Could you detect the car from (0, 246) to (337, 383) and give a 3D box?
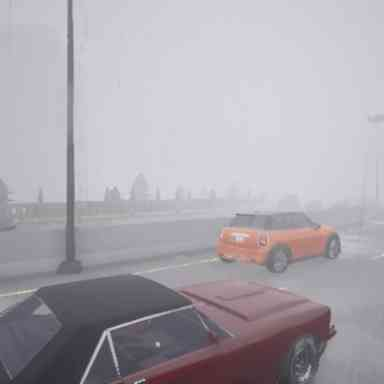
[{"bbox_3d":[-0.510,1.613,3.547,4.718,1.301,1.895,0,0,-36],"label":"car"}]

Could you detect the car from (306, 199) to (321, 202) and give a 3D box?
[{"bbox_3d":[16.131,1.638,43.986,1.994,1.385,4.181,0,0,28],"label":"car"}]

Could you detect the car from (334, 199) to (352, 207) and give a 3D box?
[{"bbox_3d":[18.917,1.624,41.793,1.994,1.385,4.181,0,0,29],"label":"car"}]

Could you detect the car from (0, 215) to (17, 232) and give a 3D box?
[{"bbox_3d":[-12.002,1.623,16.975,5.357,1.411,2.033,0,0,-36],"label":"car"}]

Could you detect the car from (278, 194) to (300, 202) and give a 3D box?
[{"bbox_3d":[13.722,1.308,46.813,2.150,2.045,5.566,0,0,27],"label":"car"}]

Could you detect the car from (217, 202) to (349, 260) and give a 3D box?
[{"bbox_3d":[2.977,1.374,10.935,4.553,1.767,2.097,0,0,-41],"label":"car"}]
